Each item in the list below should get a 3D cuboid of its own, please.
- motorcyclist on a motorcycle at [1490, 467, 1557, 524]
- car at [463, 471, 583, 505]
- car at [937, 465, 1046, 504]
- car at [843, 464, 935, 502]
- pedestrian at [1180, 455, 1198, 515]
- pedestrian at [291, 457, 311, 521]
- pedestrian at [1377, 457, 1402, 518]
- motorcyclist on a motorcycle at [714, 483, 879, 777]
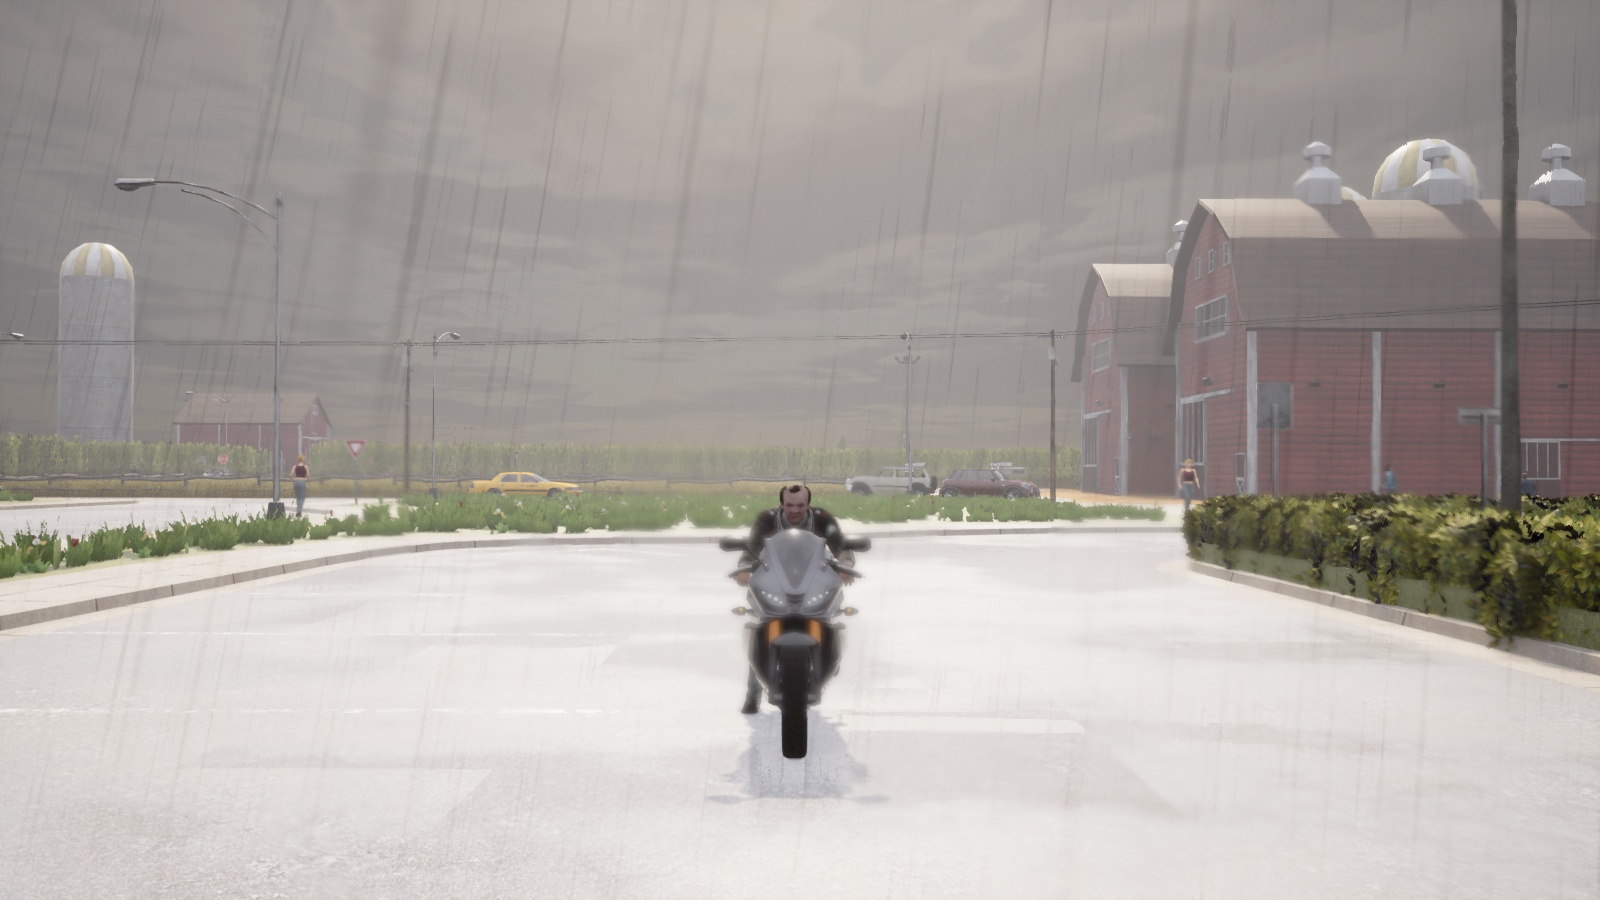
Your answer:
[{"bbox_3d":[20.849,1.291,36.220,0.866,1.590,1.817,0,-1,0],"label":"motorcyclist on a motorcycle"},{"bbox_3d":[-13.264,1.818,60.388,5.366,1.575,1.801,0,-1,0],"label":"car"},{"bbox_3d":[8.877,1.589,58.289,4.553,1.767,2.097,-1,-1,26],"label":"car"},{"bbox_3d":[4.564,1.680,64.040,4.605,1.855,1.932,0,-2,7],"label":"car"},{"bbox_3d":[11.839,1.063,38.206,0.345,1.836,0.594,0,-1,0],"label":"pedestrian"},{"bbox_3d":[-14.489,1.139,36.486,0.345,1.836,0.594,0,-1,-1],"label":"pedestrian"},{"bbox_3d":[18.988,1.201,40.430,0.692,1.930,0.396,-1,-1,27],"label":"pedestrian"},{"bbox_3d":[-0.023,0.979,7.742,0.866,1.530,2.191,0,-1,0],"label":"motorcyclist on a motorcycle"}]
